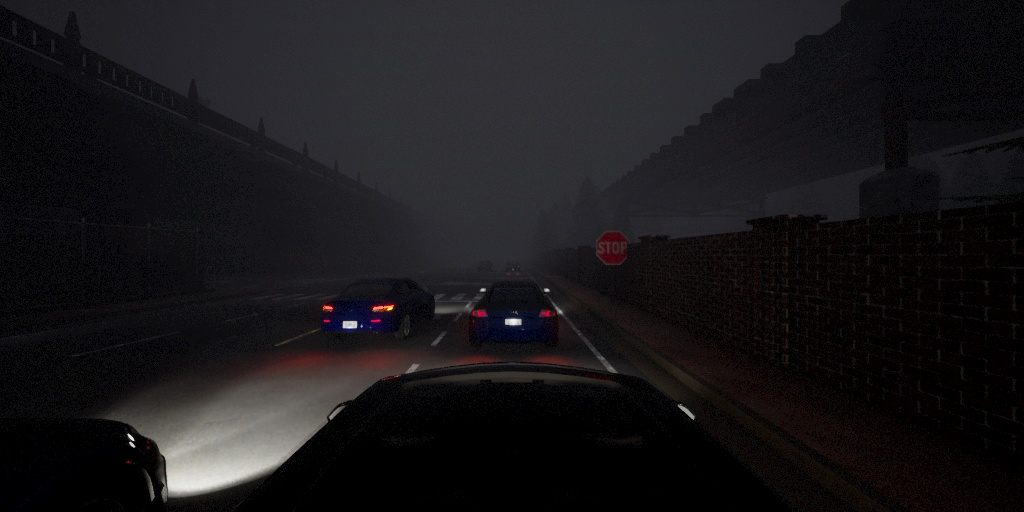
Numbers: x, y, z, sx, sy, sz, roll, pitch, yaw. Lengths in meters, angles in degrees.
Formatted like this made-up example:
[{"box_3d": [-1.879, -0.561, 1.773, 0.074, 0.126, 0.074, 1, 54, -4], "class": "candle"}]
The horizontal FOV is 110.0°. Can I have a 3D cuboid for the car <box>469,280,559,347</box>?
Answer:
[{"box_3d": [0.070, 1.314, 9.315, 1.994, 1.385, 4.181, 0, 0, 1], "class": "car"}]

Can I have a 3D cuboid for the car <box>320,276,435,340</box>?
[{"box_3d": [-3.412, 1.276, 9.838, 1.812, 1.442, 4.674, 0, 0, 0], "class": "car"}]

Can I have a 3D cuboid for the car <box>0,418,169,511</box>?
[{"box_3d": [-3.399, 1.314, 0.742, 1.994, 1.385, 4.181, 0, 0, 0], "class": "car"}]

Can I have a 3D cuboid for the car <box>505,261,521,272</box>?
[{"box_3d": [0.104, 1.351, 46.131, 1.895, 1.301, 4.718, 0, 0, -1], "class": "car"}]

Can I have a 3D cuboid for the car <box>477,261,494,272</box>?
[{"box_3d": [-3.391, 1.297, 45.963, 2.033, 1.411, 5.357, 0, 0, -1], "class": "car"}]
